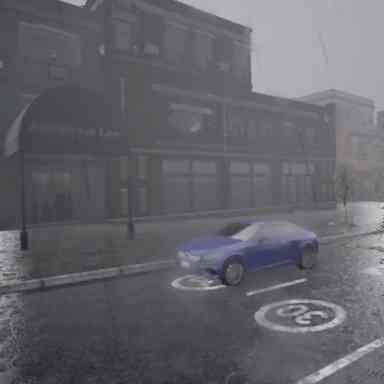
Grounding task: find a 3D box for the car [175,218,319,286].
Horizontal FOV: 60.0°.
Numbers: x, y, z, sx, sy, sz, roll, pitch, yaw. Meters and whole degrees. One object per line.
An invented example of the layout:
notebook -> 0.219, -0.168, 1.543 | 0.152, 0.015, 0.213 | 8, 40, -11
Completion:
car -> 1.741, 1.503, 9.471 | 4.674, 1.442, 1.812 | 0, 0, -35
